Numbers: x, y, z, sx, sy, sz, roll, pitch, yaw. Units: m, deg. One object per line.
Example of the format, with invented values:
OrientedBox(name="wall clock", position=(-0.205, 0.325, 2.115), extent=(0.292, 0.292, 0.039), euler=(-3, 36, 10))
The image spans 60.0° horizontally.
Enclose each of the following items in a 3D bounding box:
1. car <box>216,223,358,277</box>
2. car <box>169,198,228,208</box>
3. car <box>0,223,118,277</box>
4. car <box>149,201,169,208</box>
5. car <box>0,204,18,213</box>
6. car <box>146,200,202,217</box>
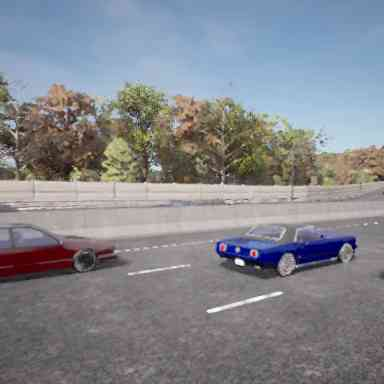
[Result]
OrientedBox(name="car", position=(3.094, 1.604, 10.250), extent=(4.718, 1.301, 1.895), euler=(0, 0, -35))
OrientedBox(name="car", position=(0.904, 1.362, 26.122), extent=(4.553, 1.767, 2.097), euler=(0, 0, -35))
OrientedBox(name="car", position=(-4.790, 1.548, 8.930), extent=(5.357, 1.411, 2.033), euler=(0, 0, -36))
OrientedBox(name="car", position=(-0.691, 1.558, 29.286), extent=(5.357, 1.411, 2.033), euler=(0, 0, -35))
OrientedBox(name="car", position=(-16.326, 1.566, 26.740), extent=(4.181, 1.385, 1.994), euler=(0, 0, -35))
OrientedBox(name="car", position=(-1.717, 1.559, 32.852), extent=(5.357, 1.411, 2.033), euler=(0, 0, -35))
